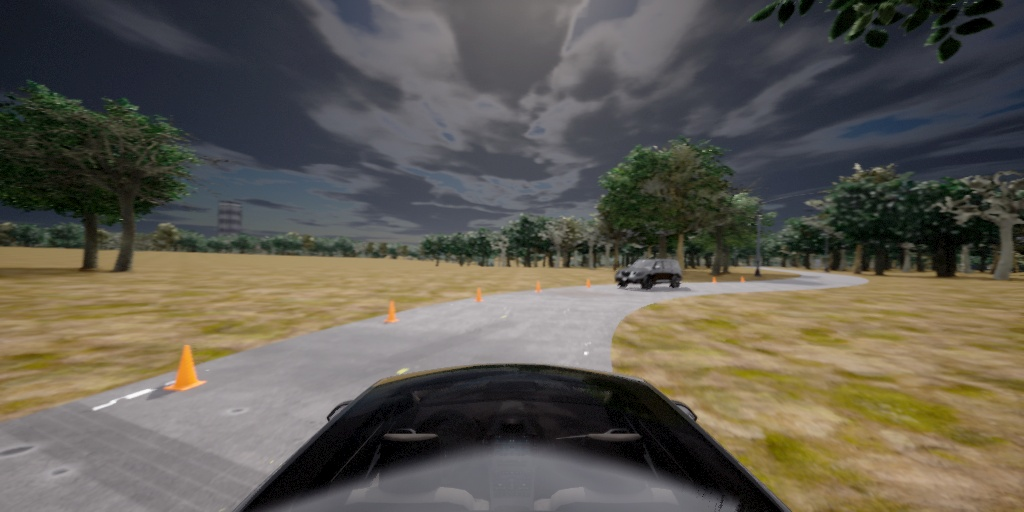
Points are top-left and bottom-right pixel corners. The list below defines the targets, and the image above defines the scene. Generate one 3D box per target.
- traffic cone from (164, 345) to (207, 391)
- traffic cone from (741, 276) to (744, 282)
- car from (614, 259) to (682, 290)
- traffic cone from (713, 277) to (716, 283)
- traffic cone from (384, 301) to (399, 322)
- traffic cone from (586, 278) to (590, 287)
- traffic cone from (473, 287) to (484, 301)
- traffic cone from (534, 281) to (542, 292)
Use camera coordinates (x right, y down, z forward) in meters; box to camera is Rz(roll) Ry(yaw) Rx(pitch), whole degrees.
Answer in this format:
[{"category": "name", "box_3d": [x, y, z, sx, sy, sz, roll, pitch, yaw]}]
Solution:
[{"category": "traffic cone", "box_3d": [-4.720, 1.585, 5.191, 0.340, 0.580, 0.340, 0, 0, 8]}, {"category": "traffic cone", "box_3d": [22.502, 2.265, 35.005, 0.340, 0.580, 0.340, 0, 0, -32]}, {"category": "car", "box_3d": [9.517, 1.203, 24.767, 5.566, 2.045, 2.150, 1, 0, -36]}, {"category": "traffic cone", "box_3d": [18.331, 2.160, 32.499, 0.340, 0.580, 0.340, 0, 0, -30]}, {"category": "traffic cone", "box_3d": [-3.529, 1.607, 10.519, 0.340, 0.580, 0.340, 0, 0, 18]}, {"category": "traffic cone", "box_3d": [5.150, 1.813, 24.215, 0.340, 0.580, 0.340, 0, 0, -43]}, {"category": "traffic cone", "box_3d": [-1.442, 1.652, 15.563, 0.340, 0.580, 0.340, 0, 0, 27]}, {"category": "traffic cone", "box_3d": [1.479, 1.722, 20.174, 0.340, 0.580, 0.340, 0, 0, 37]}]
